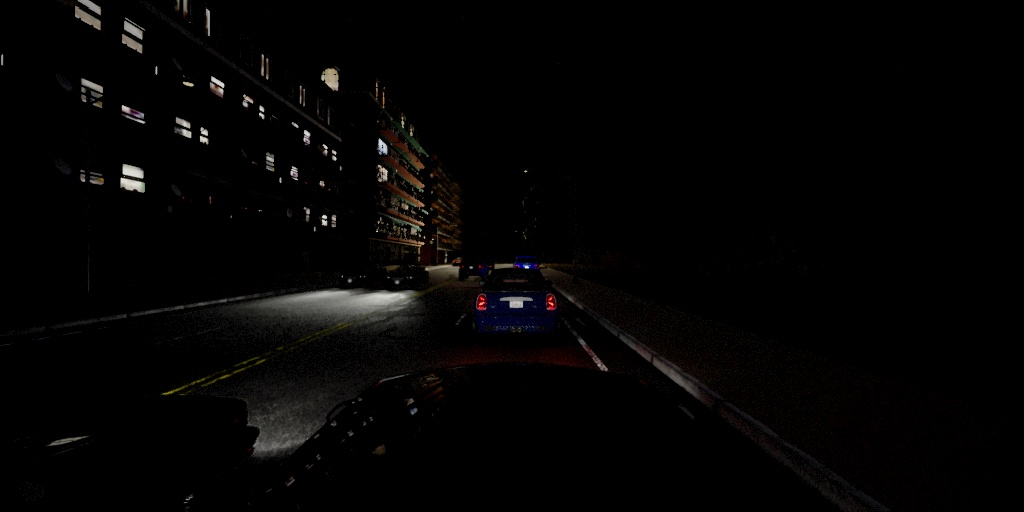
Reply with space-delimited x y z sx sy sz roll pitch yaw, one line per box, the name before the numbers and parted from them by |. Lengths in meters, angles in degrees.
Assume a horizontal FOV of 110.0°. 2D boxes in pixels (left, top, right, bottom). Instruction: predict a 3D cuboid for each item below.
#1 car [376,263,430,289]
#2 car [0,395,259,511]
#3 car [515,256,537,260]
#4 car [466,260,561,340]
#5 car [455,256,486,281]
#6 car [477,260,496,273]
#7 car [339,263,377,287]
car | -6.591 1.245 23.028 2.128 1.511 4.902 0 0 0
car | -3.154 1.297 0.655 2.033 1.411 5.357 0 0 0
car | 1.150 0.979 30.103 2.150 2.045 5.566 0 0 0
car | 0.102 1.103 10.150 2.097 1.767 4.553 0 0 0
car | -3.138 0.977 30.424 2.150 2.045 5.566 0 0 0
car | -3.130 1.301 45.183 2.033 1.411 5.357 0 0 0
car | -9.840 1.245 24.218 2.128 1.511 4.902 0 0 0
